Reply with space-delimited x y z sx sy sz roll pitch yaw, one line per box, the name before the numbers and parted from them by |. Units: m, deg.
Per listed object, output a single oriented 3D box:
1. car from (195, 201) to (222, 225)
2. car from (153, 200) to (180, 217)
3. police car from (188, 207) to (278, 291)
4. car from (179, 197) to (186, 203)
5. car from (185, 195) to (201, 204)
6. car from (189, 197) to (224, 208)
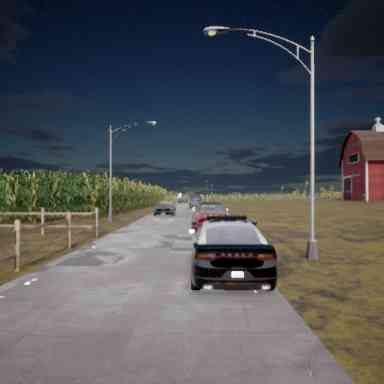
car | 1.120 1.509 25.046 1.837 1.490 4.892 0 0 1
car | -2.483 1.608 31.156 1.895 1.301 4.718 0 0 1
police car | 0.931 1.424 9.152 1.930 1.638 5.238 0 0 1
car | -1.901 1.898 71.771 1.994 1.385 4.181 0 -1 1
car | 0.560 1.565 46.486 2.128 1.511 4.902 0 0 1
car | 1.048 1.353 19.014 2.097 1.767 4.553 0 0 1
